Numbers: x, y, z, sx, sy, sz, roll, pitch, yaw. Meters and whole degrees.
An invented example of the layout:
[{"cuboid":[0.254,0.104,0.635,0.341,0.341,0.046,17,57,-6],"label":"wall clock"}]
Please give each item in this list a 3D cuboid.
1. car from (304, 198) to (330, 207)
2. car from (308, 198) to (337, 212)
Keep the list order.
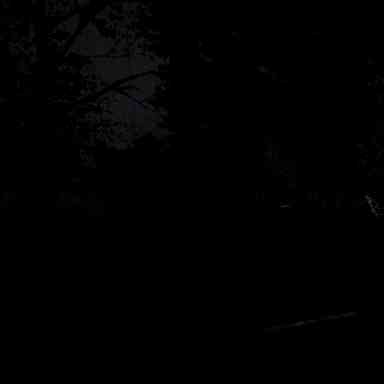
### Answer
[{"cuboid":[21.100,1.796,56.144,4.892,1.490,1.837,1,-1,-39],"label":"car"},{"cuboid":[14.796,1.670,39.181,1.895,1.301,4.718,0,0,-16],"label":"car"}]
